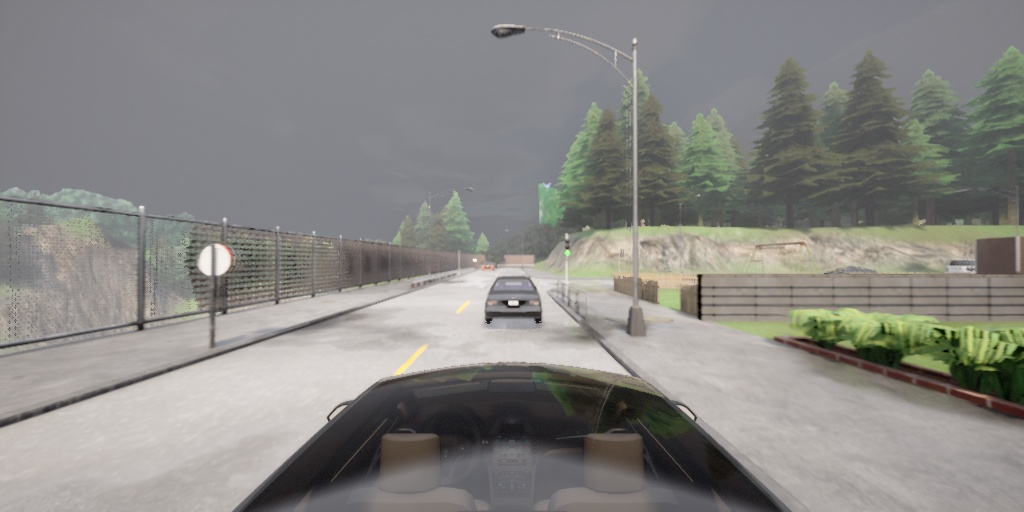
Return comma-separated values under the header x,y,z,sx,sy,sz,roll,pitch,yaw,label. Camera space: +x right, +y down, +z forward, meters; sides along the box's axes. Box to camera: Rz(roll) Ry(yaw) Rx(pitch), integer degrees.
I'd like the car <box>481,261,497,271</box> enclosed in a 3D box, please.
x,y,z,sx,sy,sz,roll,pitch,yaw,label
-4.110,1.712,61.717,2.097,1.767,4.553,0,-1,0,car

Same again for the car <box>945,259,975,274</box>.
x,y,z,sx,sy,sz,roll,pitch,yaw,label
39.057,1.252,29.377,5.566,2.045,2.150,0,-1,0,car

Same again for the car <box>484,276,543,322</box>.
x,y,z,sx,sy,sz,roll,pitch,yaw,label
0.053,1.409,12.718,2.033,1.411,5.357,0,-1,0,car

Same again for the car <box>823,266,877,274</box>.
x,y,z,sx,sy,sz,roll,pitch,yaw,label
31.476,1.636,33.452,4.181,1.385,1.994,0,-1,0,car
